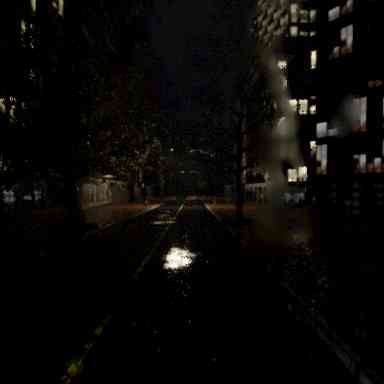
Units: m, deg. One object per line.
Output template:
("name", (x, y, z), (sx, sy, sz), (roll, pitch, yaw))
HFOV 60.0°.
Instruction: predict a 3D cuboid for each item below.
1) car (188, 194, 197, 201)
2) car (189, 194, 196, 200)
("car", (0.086, 1.257, 74.664), (1.882, 1.535, 5.008), (0, 0, 0))
("car", (0.098, 1.162, 85.078), (1.837, 1.490, 4.892), (0, 0, 0))
